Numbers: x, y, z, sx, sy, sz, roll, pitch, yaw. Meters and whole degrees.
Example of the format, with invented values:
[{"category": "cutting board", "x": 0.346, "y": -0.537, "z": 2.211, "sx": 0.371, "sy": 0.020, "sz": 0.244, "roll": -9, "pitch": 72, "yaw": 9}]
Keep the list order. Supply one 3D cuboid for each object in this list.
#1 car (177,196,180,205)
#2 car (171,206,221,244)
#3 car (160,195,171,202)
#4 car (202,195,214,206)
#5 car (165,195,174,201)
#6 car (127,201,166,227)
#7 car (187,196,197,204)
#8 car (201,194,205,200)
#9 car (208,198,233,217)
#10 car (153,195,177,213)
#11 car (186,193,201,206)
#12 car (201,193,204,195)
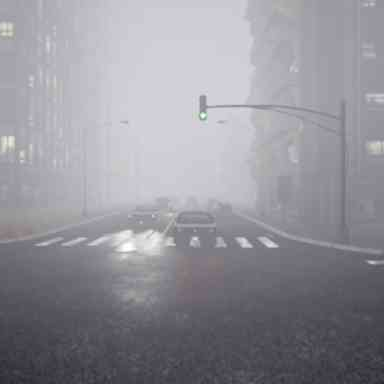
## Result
[{"category": "car", "x": -2.991, "y": 1.358, "z": 56.590, "sx": 2.128, "sy": 1.511, "sz": 4.902, "roll": 0, "pitch": 0, "yaw": 0}, {"category": "car", "x": 0.127, "y": 1.569, "z": 15.757, "sx": 1.895, "sy": 1.301, "sz": 4.718, "roll": 0, "pitch": 1, "yaw": 0}, {"category": "car", "x": -5.670, "y": 1.390, "z": 71.418, "sx": 2.008, "sy": 1.369, "sz": 4.403, "roll": 0, "pitch": 0, "yaw": 0}, {"category": "car", "x": 2.702, "y": 1.437, "z": 43.173, "sx": 2.008, "sy": 1.369, "sz": 4.403, "roll": 0, "pitch": 0, "yaw": 0}, {"category": "car", "x": -5.668, "y": 1.365, "z": 82.715, "sx": 1.887, "sy": 1.381, "sz": 4.507, "roll": 0, "pitch": 0, "yaw": 0}, {"category": "car", "x": -3.094, "y": 1.541, "z": 22.502, "sx": 1.895, "sy": 1.301, "sz": 4.718, "roll": 0, "pitch": 0, "yaw": 0}, {"category": "car", "x": 0.018, "y": 1.449, "z": 62.887, "sx": 1.895, "sy": 1.301, "sz": 4.718, "roll": 0, "pitch": 0, "yaw": 0}, {"category": "car", "x": 2.705, "y": 1.424, "z": 48.821, "sx": 2.008, "sy": 1.369, "sz": 4.403, "roll": 0, "pitch": 0, "yaw": 0}, {"category": "car", "x": 2.750, "y": 1.496, "z": 30.256, "sx": 1.802, "sy": 1.307, "sz": 4.206, "roll": 0, "pitch": 0, "yaw": 0}, {"category": "car", "x": -3.083, "y": 1.262, "z": 35.773, "sx": 2.097, "sy": 1.767, "sz": 4.553, "roll": 0, "pitch": 0, "yaw": 0}, {"category": "car", "x": 0.014, "y": 1.347, "z": 52.440, "sx": 1.882, "sy": 1.535, "sz": 5.008, "roll": 0, "pitch": 0, "yaw": 0}, {"category": "car", "x": 2.711, "y": 1.401, "z": 77.065, "sx": 1.802, "sy": 1.307, "sz": 4.206, "roll": 0, "pitch": 0, "yaw": 0}]
